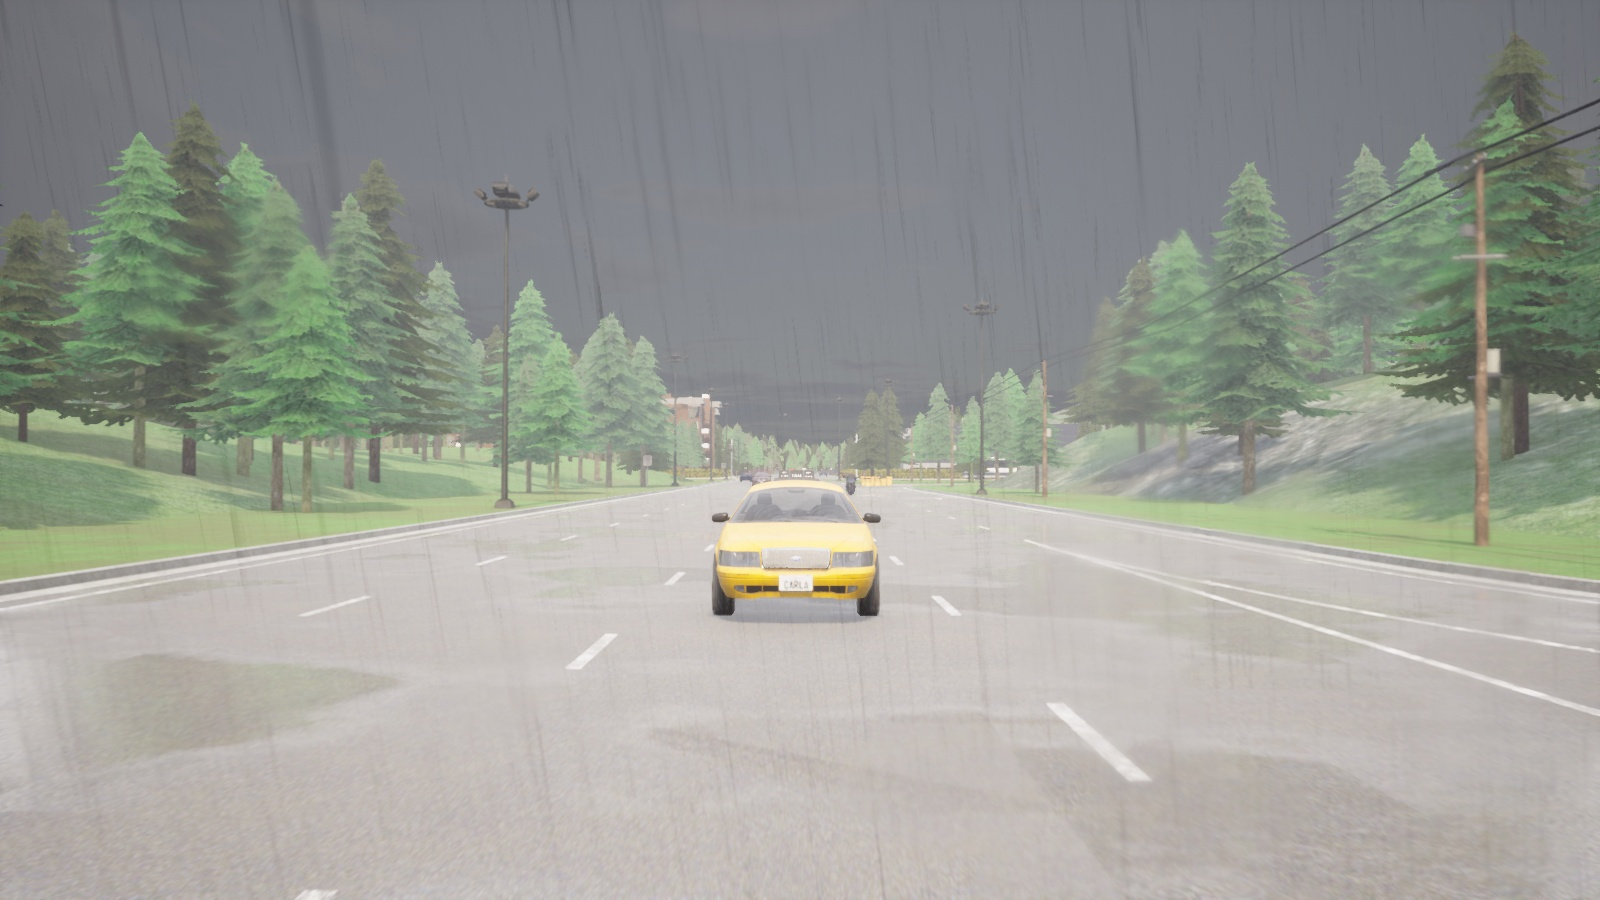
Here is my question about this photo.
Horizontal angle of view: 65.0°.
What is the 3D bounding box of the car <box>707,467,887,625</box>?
[{"bbox_3d":[-0.037,1.010,15.320,1.801,1.575,5.366,0,-1,0],"label":"car"}]
